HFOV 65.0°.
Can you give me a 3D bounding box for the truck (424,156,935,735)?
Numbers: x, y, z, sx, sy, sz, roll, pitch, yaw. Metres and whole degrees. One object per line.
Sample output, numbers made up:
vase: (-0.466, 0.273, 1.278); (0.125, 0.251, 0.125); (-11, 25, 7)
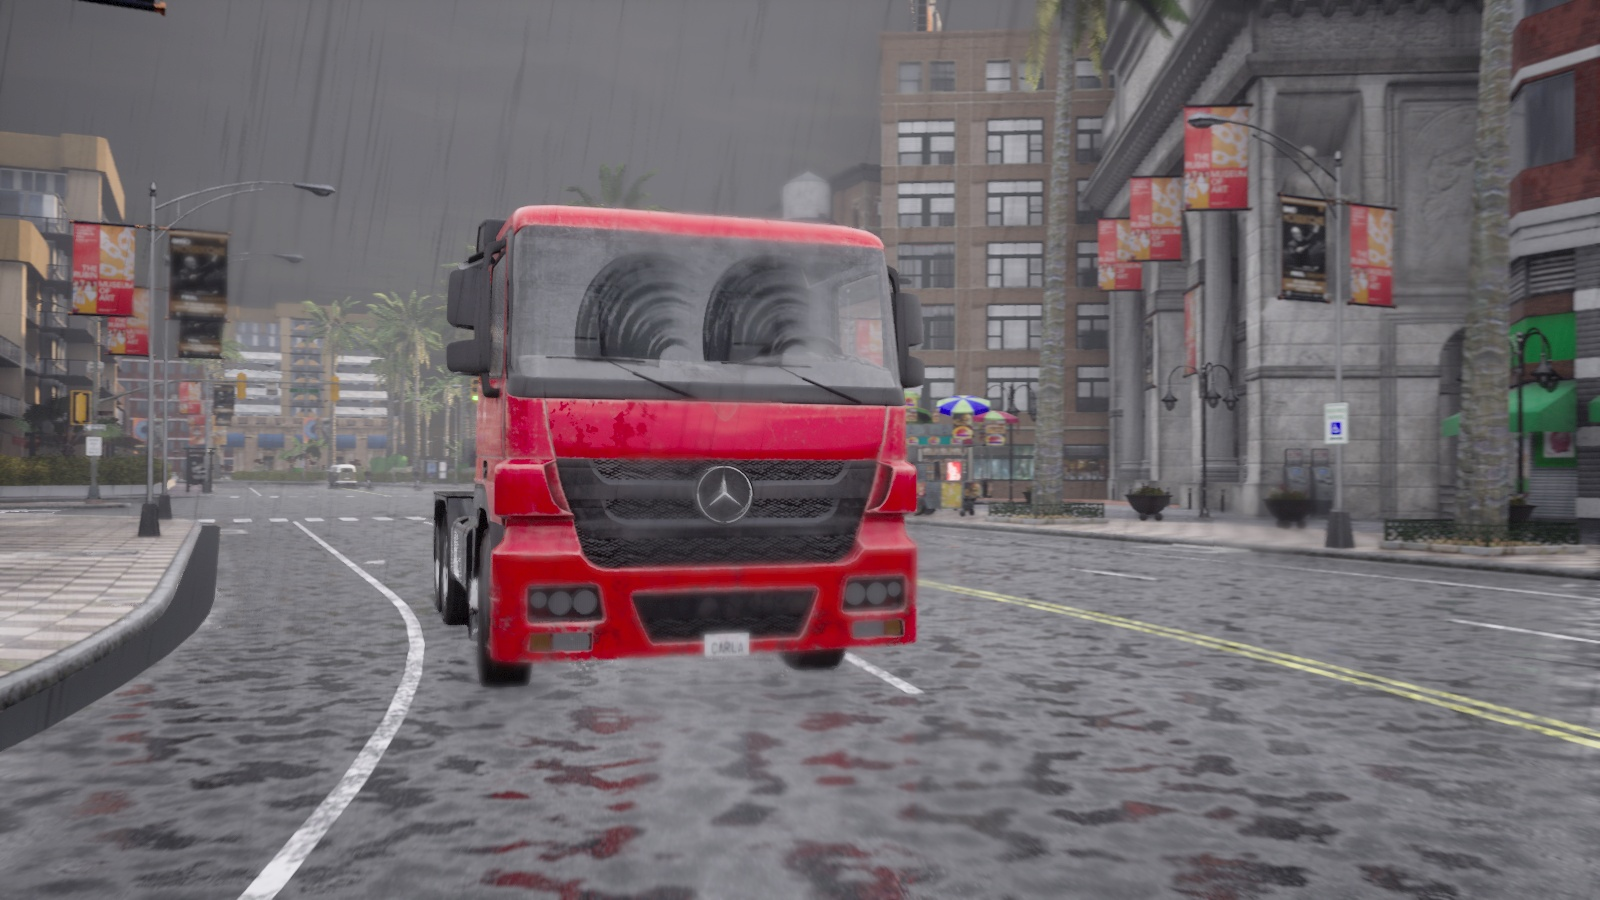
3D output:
truck: (-1.793, 0.039, 11.740); (2.891, 3.462, 7.936); (0, -1, -20)
